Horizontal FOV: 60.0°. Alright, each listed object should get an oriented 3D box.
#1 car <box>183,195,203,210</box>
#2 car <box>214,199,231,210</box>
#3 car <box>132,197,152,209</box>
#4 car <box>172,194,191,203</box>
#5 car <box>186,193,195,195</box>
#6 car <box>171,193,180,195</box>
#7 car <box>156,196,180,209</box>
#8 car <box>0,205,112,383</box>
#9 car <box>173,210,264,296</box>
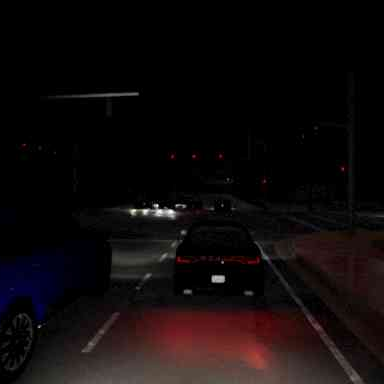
[{"bbox_3d":[0.366,1.483,42.400,1.812,1.442,4.674,0,0,5],"label":"car"},{"bbox_3d":[3.728,1.523,40.689,1.994,1.385,4.181,0,0,5],"label":"car"},{"bbox_3d":[-6.638,1.434,44.819,1.882,1.535,5.008,0,0,5],"label":"car"},{"bbox_3d":[-1.847,1.488,59.683,2.033,1.411,5.357,0,0,5],"label":"car"},{"bbox_3d":[-0.463,1.148,75.317,2.150,2.045,5.566,0,0,5],"label":"car"},{"bbox_3d":[-3.894,1.146,76.285,2.150,2.045,5.566,0,0,5],"label":"car"},{"bbox_3d":[-3.216,1.558,43.721,1.895,1.301,4.718,0,0,5],"label":"car"},{"bbox_3d":[-3.058,1.216,5.573,2.150,2.045,5.566,0,0,3],"label":"car"},{"bbox_3d":[0.670,1.469,8.673,1.882,1.535,5.008,0,0,4],"label":"car"}]
